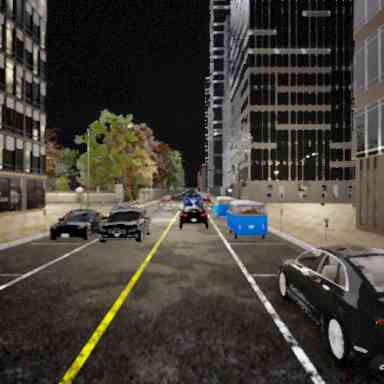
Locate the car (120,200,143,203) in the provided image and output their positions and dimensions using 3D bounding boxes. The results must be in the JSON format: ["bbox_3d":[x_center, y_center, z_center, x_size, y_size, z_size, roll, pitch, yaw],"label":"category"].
[{"bbox_3d":[-5.732,1.559,28.431,1.947,1.339,4.313,0,0,0],"label":"car"}]

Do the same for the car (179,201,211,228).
[{"bbox_3d":[0.127,1.531,22.020,1.812,1.442,4.674,0,0,0],"label":"car"}]

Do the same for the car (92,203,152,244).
[{"bbox_3d":[-3.074,1.517,16.064,1.837,1.490,4.892,0,0,0],"label":"car"}]

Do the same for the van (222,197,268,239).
[{"bbox_3d":[2.715,1.352,17.024,1.690,1.788,3.998,0,0,0],"label":"van"}]

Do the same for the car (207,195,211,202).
[{"bbox_3d":[2.779,1.366,66.547,1.967,1.590,4.097,0,0,0],"label":"car"}]

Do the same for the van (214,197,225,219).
[{"bbox_3d":[2.812,1.334,28.421,1.690,1.788,3.998,0,0,0],"label":"van"}]

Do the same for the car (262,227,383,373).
[{"bbox_3d":[2.698,1.560,5.619,2.008,1.369,4.403,0,0,0],"label":"car"}]

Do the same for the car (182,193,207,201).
[{"bbox_3d":[0.148,1.193,36.510,2.150,2.045,5.566,0,-1,0],"label":"car"}]

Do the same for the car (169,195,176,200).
[{"bbox_3d":[-5.566,1.452,94.966,1.802,1.307,4.206,0,0,0],"label":"car"}]

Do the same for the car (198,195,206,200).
[{"bbox_3d":[2.815,1.436,94.952,1.947,1.339,4.313,0,0,0],"label":"car"}]

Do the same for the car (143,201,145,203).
[{"bbox_3d":[-5.771,1.506,35.665,1.752,1.417,4.829,0,0,0],"label":"car"}]

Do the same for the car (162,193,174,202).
[{"bbox_3d":[-5.595,1.460,72.235,1.887,1.381,4.507,0,0,0],"label":"car"}]

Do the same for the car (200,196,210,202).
[{"bbox_3d":[2.786,1.481,72.227,1.947,1.339,4.313,0,0,0],"label":"car"}]

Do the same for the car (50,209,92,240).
[{"bbox_3d":[-5.667,1.577,17.034,1.947,1.339,4.313,0,0,0],"label":"car"}]
